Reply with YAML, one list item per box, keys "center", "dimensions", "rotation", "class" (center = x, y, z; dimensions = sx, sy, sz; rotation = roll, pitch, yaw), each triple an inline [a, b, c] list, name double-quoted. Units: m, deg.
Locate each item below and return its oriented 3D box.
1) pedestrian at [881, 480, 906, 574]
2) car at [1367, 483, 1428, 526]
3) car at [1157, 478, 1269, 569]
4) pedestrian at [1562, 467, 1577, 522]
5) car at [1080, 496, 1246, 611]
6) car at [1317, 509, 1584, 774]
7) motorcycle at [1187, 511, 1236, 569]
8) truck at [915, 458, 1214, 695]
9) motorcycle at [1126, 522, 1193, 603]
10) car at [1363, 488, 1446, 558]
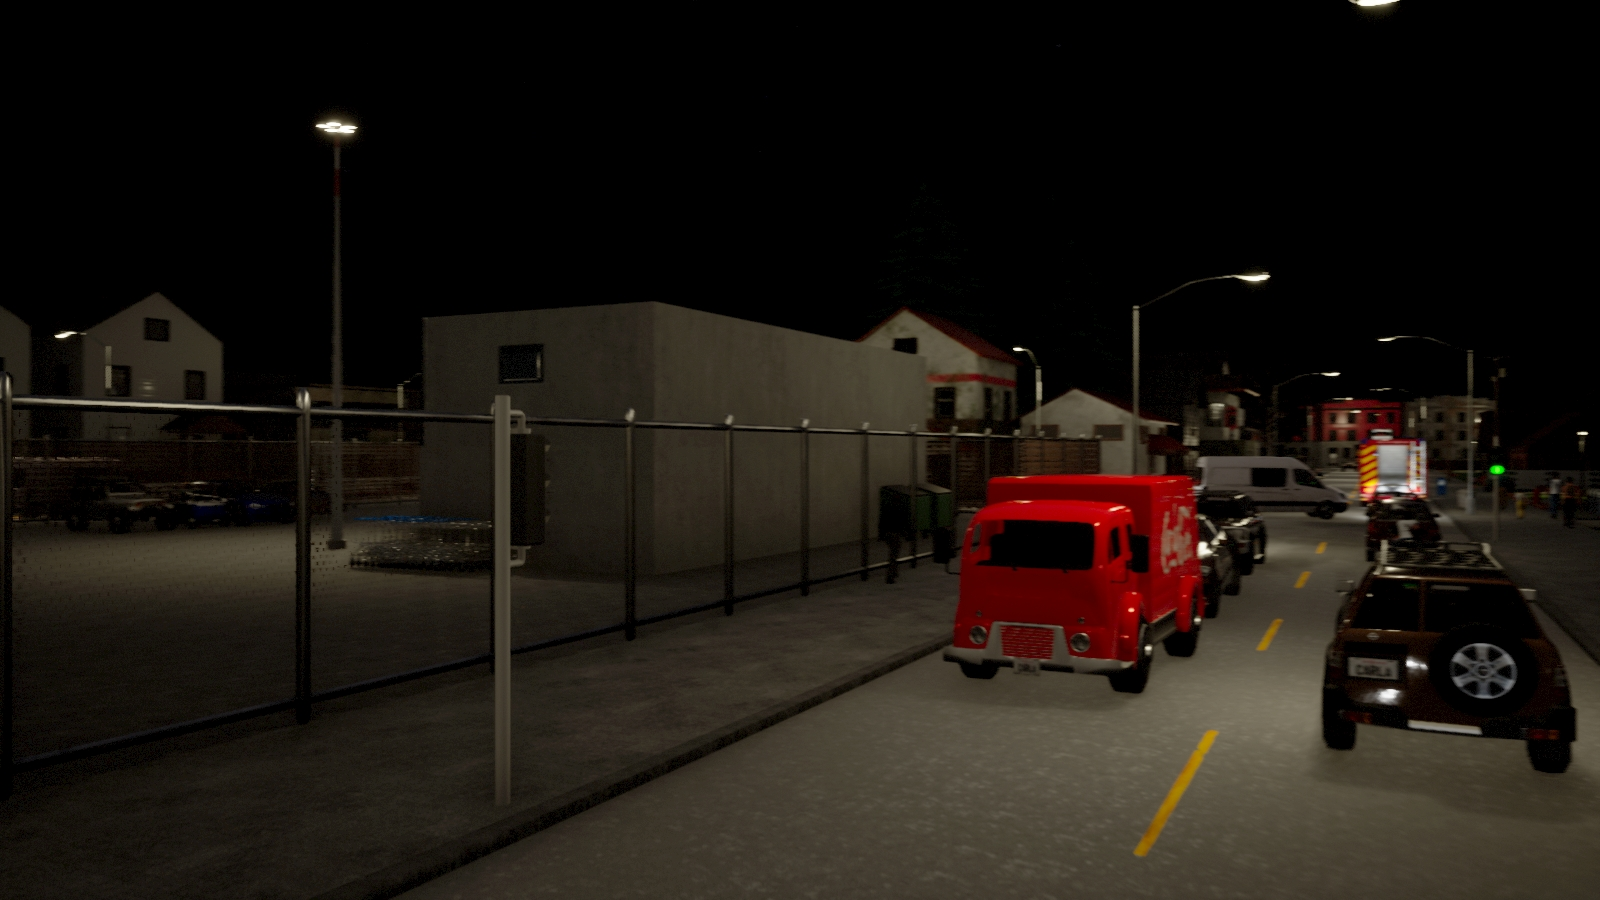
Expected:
- center: [1.892, 1.534, 23.016]
  dimensions: [0.375, 1.860, 0.375]
  rotation: [0, 0, 31]
  class: "pedestrian"
- center: [21.787, 1.944, 41.761]
  dimensions: [1.895, 1.301, 4.718]
  rotation: [0, 0, 27]
  class: "car"
- center: [9.932, 1.651, 27.229]
  dimensions: [1.932, 1.855, 4.605]
  rotation: [0, 0, 27]
  class: "car"
- center: [26.598, 1.533, 39.491]
  dimensions: [0.375, 1.860, 0.375]
  rotation: [0, 0, 25]
  class: "pedestrian"
- center: [6.860, 1.778, 21.177]
  dimensions: [2.152, 1.651, 5.027]
  rotation: [0, 0, 27]
  class: "car"
- center: [6.408, 1.646, 11.545]
  dimensions: [1.932, 1.855, 4.605]
  rotation: [0, 0, 27]
  class: "car"
- center: [9.313, 2.000, 25.833]
  dimensions: [0.803, 1.145, 2.033]
  rotation: [0, 0, 27]
  class: "motorcycle"
- center: [3.690, 1.353, 14.956]
  dimensions: [2.627, 2.467, 5.204]
  rotation: [0, 0, 27]
  class: "truck"
- center: [6.417, 1.968, 20.341]
  dimensions: [0.856, 1.236, 1.805]
  rotation: [0, 0, 27]
  class: "motorcycle"
- center: [15.556, 1.813, 29.499]
  dimensions: [1.789, 1.549, 3.705]
  rotation: [0, 0, 27]
  class: "car"
